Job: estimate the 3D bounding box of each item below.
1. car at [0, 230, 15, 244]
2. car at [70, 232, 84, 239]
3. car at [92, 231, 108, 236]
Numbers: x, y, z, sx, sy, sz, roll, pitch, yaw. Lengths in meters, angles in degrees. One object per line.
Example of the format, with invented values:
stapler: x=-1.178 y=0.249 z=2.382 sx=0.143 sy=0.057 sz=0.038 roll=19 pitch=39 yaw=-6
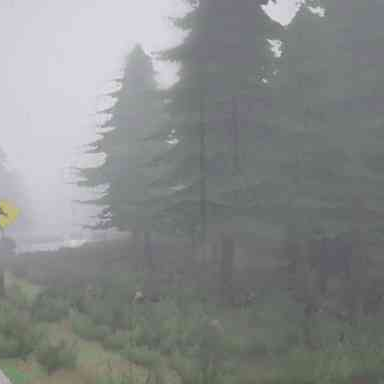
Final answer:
car: x=-11.723 y=2.881 z=18.948 sx=2.097 sy=1.767 sz=4.553 roll=1 pitch=-6 yaw=-11
car: x=-17.379 y=6.493 z=50.328 sx=1.895 sy=1.301 sz=4.718 roll=1 pitch=-6 yaw=-19
car: x=-12.669 y=5.849 z=45.895 sx=1.882 sy=1.535 sz=5.008 roll=1 pitch=-6 yaw=-11
